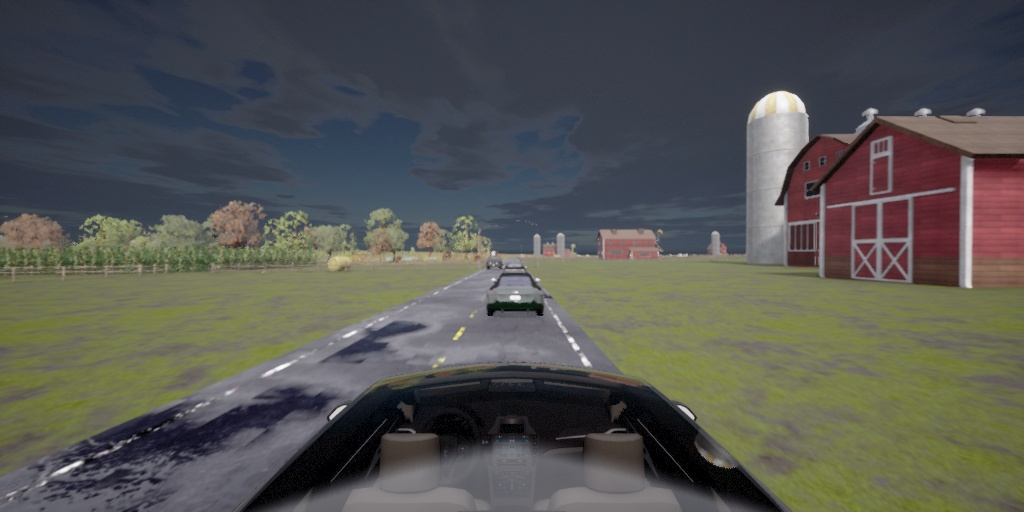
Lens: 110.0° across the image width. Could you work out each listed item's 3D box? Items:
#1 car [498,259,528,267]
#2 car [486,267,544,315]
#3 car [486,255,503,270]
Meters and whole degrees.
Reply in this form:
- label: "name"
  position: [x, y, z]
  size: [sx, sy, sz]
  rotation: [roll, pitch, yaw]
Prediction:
- label: "car"
  position: [0.220, 1.209, 28.728]
  size: [2.128, 1.511, 4.902]
  rotation: [0, 0, 1]
- label: "car"
  position: [0.130, 1.301, 13.474]
  size: [1.994, 1.385, 4.181]
  rotation: [0, 0, 1]
- label: "car"
  position: [-2.440, 0.897, 50.844]
  size: [2.150, 2.045, 5.566]
  rotation: [0, 0, 1]
